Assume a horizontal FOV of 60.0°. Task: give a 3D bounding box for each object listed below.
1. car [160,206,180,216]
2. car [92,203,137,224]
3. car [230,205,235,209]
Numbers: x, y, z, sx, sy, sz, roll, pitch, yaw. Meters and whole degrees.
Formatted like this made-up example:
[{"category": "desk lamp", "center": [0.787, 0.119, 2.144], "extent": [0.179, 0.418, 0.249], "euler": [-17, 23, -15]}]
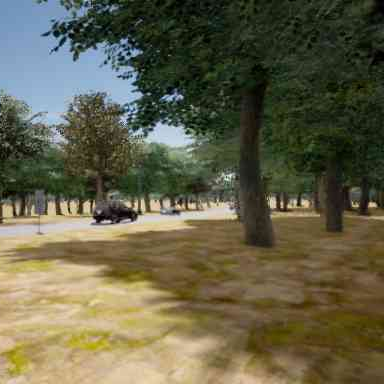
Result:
[{"category": "car", "center": [-3.468, 3.026, 53.191], "extent": [2.128, 1.511, 4.902], "euler": [0, -2, 21]}, {"category": "car", "center": [-7.780, 2.136, 34.026], "extent": [2.150, 2.045, 5.566], "euler": [0, -2, 23]}, {"category": "car", "center": [11.895, 4.252, 94.125], "extent": [1.994, 1.385, 4.181], "euler": [0, -2, 13]}]
